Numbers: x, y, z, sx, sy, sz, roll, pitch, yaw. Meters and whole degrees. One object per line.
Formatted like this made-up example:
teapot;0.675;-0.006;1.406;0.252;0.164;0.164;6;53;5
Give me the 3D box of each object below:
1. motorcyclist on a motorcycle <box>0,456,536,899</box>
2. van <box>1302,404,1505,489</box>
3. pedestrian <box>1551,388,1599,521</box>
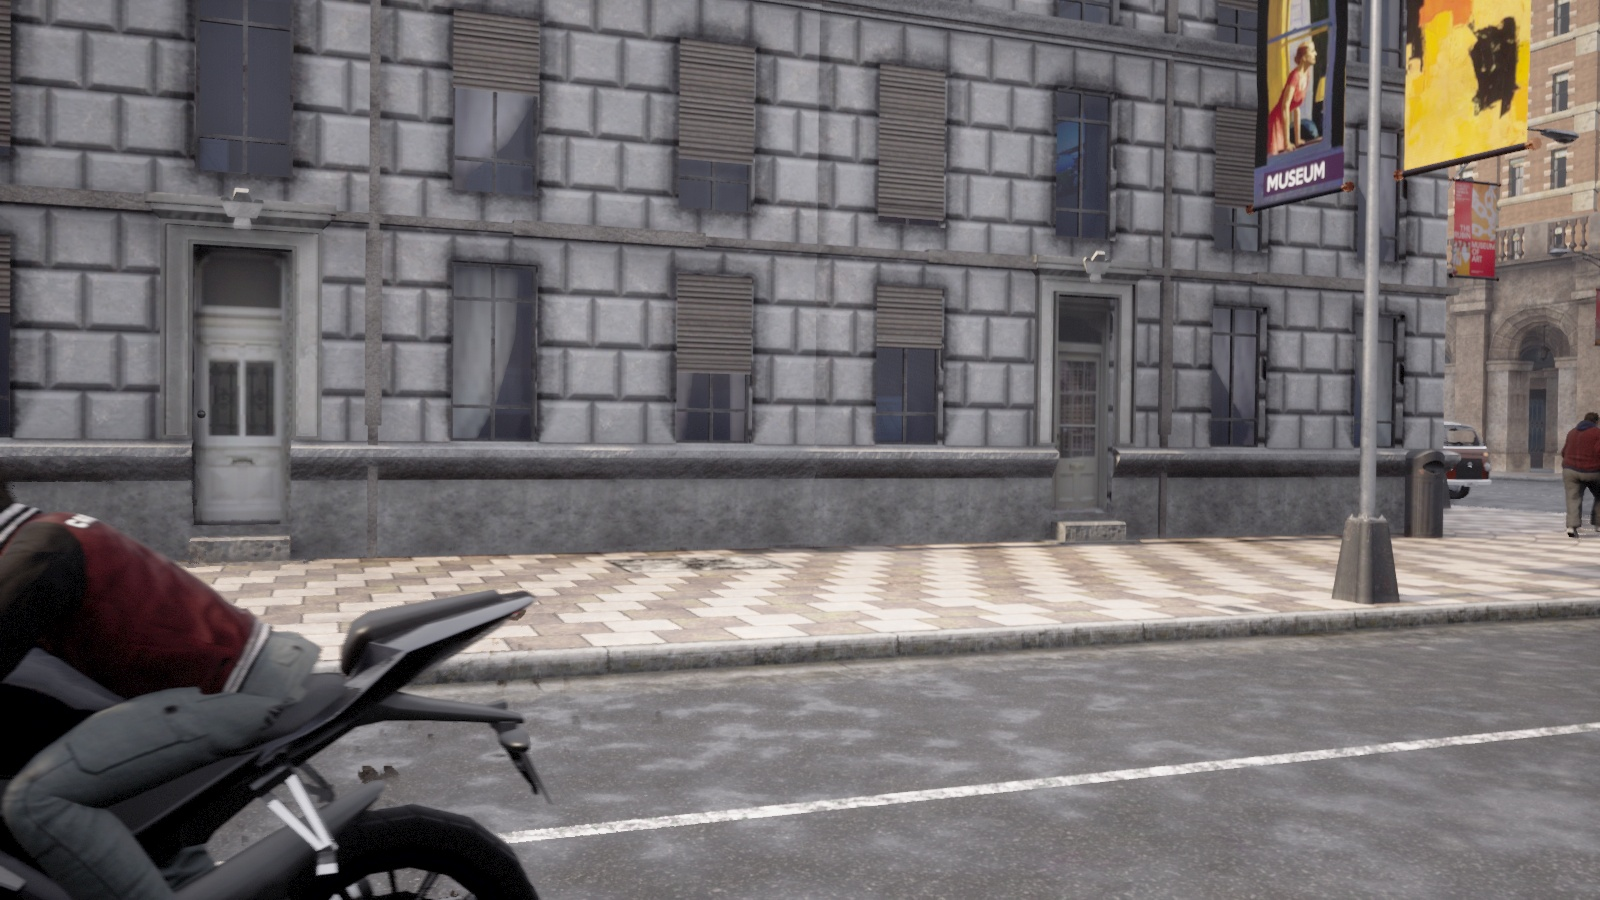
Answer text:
motorcyclist on a motorcycle;-1.720;0.809;2.585;2.191;1.530;0.866;-1;1;-21
van;15.395;-0.156;32.335;2.069;2.038;4.480;-1;2;-21
pedestrian;11.262;0.057;17.873;0.899;1.844;0.634;-1;1;-31
